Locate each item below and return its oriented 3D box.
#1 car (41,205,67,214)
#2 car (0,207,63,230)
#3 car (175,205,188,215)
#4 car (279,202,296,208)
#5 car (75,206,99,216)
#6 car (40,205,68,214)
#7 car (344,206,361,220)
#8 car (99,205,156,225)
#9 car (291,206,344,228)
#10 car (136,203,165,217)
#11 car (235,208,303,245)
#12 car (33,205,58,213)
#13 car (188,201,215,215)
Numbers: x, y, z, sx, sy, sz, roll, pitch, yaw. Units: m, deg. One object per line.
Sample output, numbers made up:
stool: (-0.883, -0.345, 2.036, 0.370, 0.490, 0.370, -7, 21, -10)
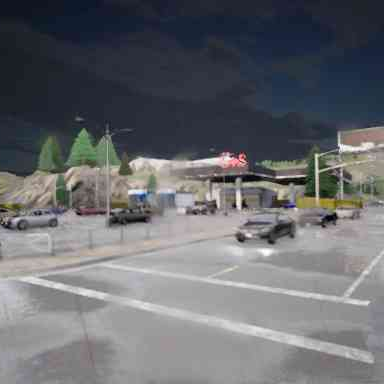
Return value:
car: (-23.397, 3.134, 55.925, 1.845, 1.501, 3.633, -2, -2, 35)
car: (-12.797, 2.168, 26.498, 1.970, 1.475, 3.806, -2, -2, 35)
car: (-0.668, 2.641, 49.212, 1.970, 1.475, 3.806, -2, -2, 35)
car: (21.871, 2.985, 74.147, 4.611, 1.667, 2.242, -2, -2, 35)
car: (-15.288, 2.840, 50.094, 2.007, 1.523, 4.514, -2, -2, 35)
car: (-28.585, 3.545, 69.045, 2.152, 1.636, 5.027, -2, -2, 35)
car: (15.413, 2.041, 33.221, 1.895, 1.301, 4.718, -2, -2, 36)
car: (-5.722, 2.204, 30.110, 2.007, 1.523, 4.514, -2, -2, 35)
car: (9.578, 1.891, 25.151, 2.033, 1.411, 5.357, -2, -2, 36)
car: (-5.564, 2.292, 42.293, 1.932, 1.855, 4.605, -2, -2, 35)
car: (3.964, 1.774, 17.298, 1.812, 1.442, 4.674, -2, -2, 36)
car: (-31.169, 3.639, 70.822, 2.007, 1.523, 4.514, -2, -2, 35)
car: (1.679, 2.260, 46.792, 1.905, 1.878, 3.866, -2, -2, 35)
